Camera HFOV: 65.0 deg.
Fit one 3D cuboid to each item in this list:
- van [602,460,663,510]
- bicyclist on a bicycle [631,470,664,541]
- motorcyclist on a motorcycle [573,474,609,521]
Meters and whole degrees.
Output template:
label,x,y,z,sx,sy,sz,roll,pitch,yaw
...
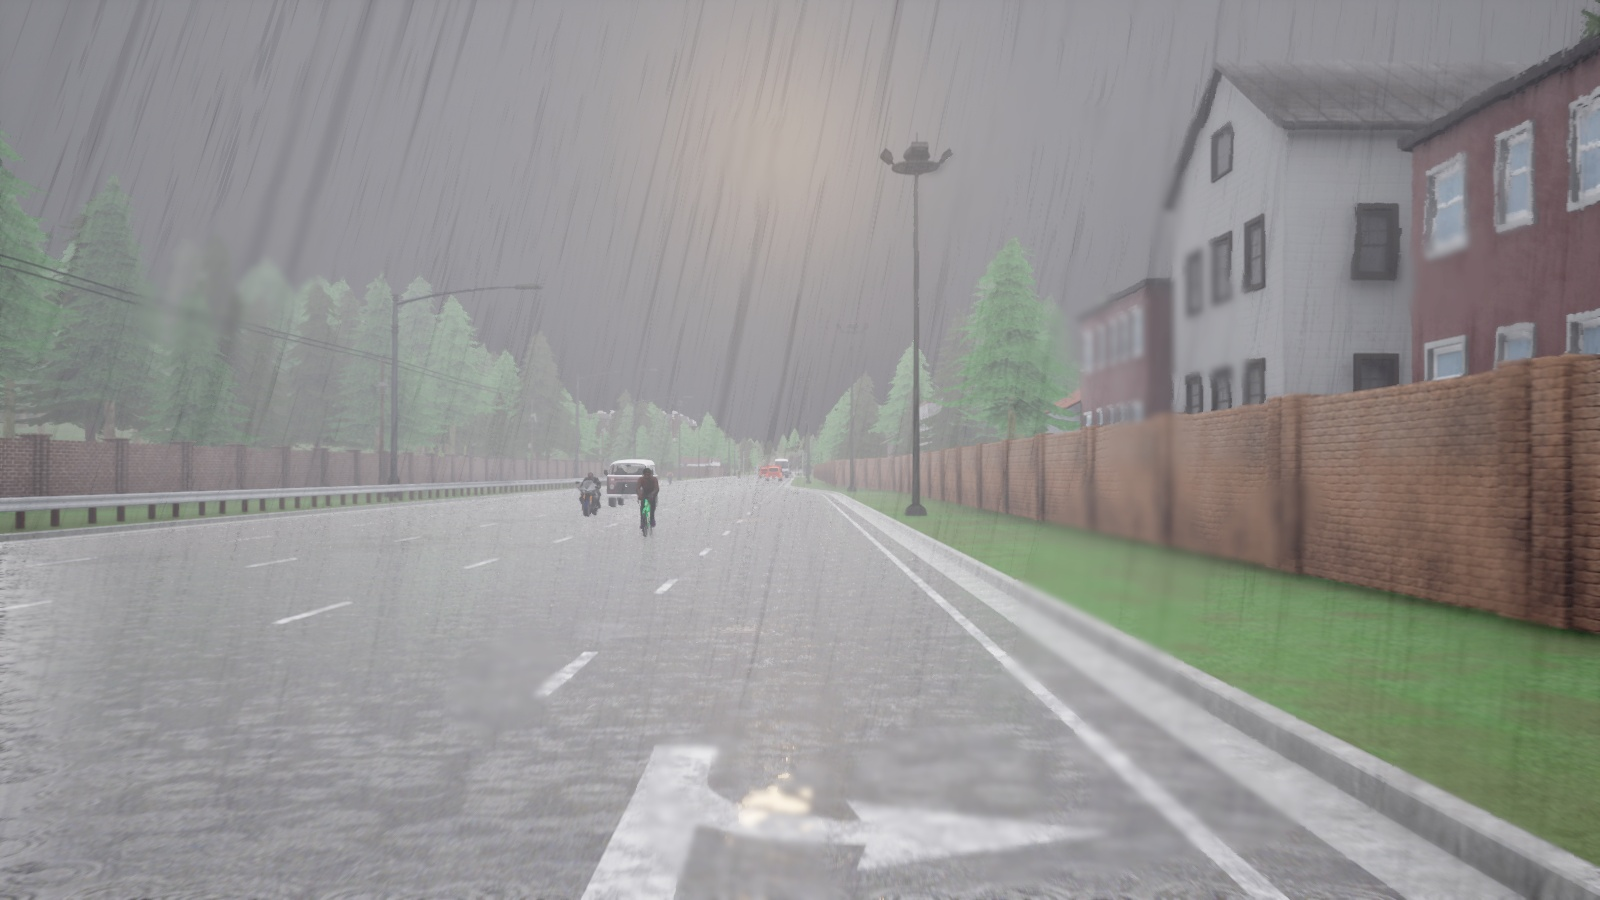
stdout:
label,x,y,z,sx,sy,sz,roll,pitch,yaw
van,-7.140,1.473,53.930,2.069,2.038,4.480,0,-1,0
bicyclist on a bicycle,-3.574,1.278,29.553,0.582,1.620,1.656,0,-1,0
motorcyclist on a motorcycle,-7.109,1.596,42.745,0.866,1.530,2.191,0,-1,0
